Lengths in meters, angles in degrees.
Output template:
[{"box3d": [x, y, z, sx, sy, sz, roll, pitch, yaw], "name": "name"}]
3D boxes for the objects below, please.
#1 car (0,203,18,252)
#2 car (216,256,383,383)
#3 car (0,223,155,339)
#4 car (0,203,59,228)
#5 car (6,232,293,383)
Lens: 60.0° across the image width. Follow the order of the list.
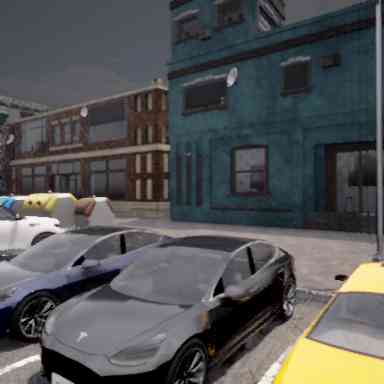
[{"box3d": [-8.965, 1.358, 11.695, 2.185, 1.767, 4.553, 0, 0, 35], "name": "car"}, {"box3d": [2.510, 1.477, 3.796, 1.946, 1.575, 5.366, 0, 0, 35], "name": "car"}, {"box3d": [-2.156, 1.508, 6.822, 2.163, 1.488, 4.792, 0, 0, 35], "name": "car"}, {"box3d": [-6.669, 1.229, 10.072, 2.435, 2.045, 5.566, 0, 0, 35], "name": "car"}, {"box3d": [0.114, 1.509, 5.222, 2.163, 1.488, 4.792, 0, 0, 35], "name": "car"}]
